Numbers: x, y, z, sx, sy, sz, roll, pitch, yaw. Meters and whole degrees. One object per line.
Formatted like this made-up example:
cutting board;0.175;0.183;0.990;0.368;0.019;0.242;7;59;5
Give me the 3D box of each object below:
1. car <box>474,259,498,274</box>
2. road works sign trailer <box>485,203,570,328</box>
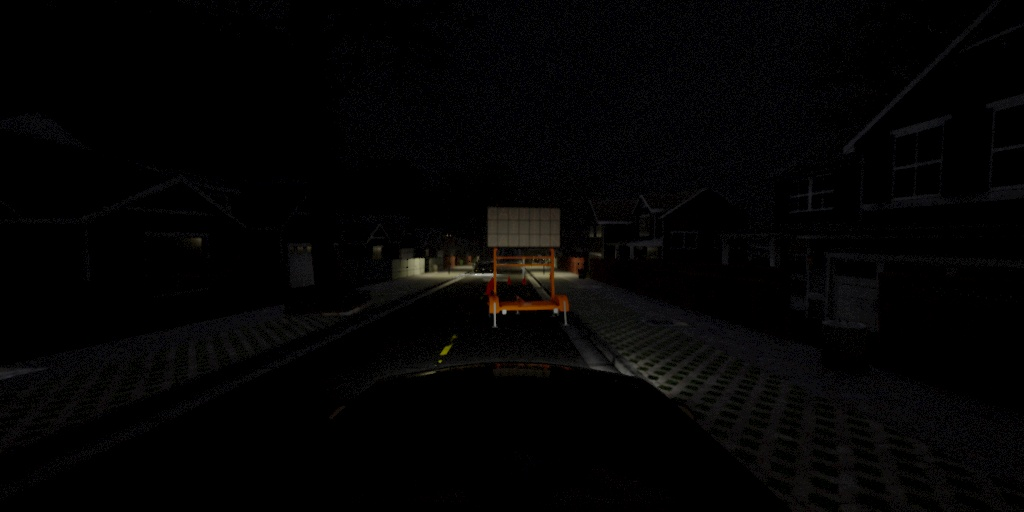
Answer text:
car;-2.885;1.153;37.992;1.994;1.385;4.181;0;0;0
road works sign trailer;0.351;0.163;11.335;2.380;3.560;2.880;0;0;-7
